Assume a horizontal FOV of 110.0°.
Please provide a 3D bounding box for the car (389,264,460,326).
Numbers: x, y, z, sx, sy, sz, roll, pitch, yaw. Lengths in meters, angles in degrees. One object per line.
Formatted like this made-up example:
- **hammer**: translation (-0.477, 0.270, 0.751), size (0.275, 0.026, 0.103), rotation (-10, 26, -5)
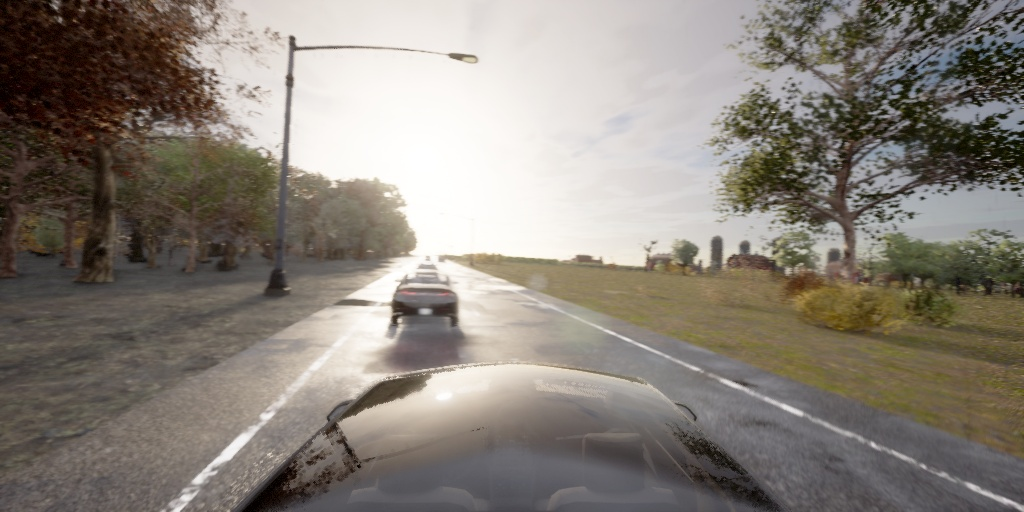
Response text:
- **car**: translation (-2.707, 1.179, 11.353), size (2.128, 1.511, 4.902), rotation (3, -1, -13)

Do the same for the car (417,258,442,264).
- **car**: translation (-7.652, 1.143, 32.458), size (1.994, 1.385, 4.181), rotation (3, 0, -13)
